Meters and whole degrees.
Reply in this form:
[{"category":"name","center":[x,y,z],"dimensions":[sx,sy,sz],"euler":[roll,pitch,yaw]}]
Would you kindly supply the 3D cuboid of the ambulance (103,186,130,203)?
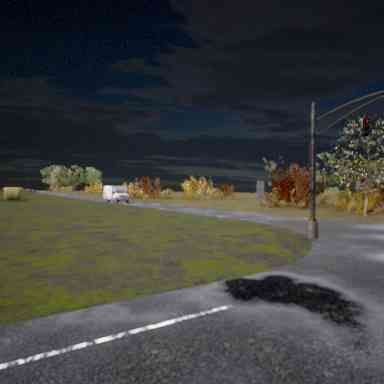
[{"category":"ambulance","center":[-11.428,0.321,50.329],"dimensions":[2.351,2.431,6.366],"euler":[2,0,-32]}]
